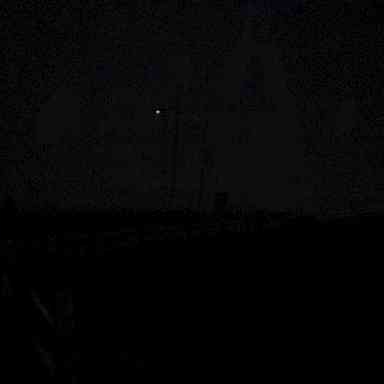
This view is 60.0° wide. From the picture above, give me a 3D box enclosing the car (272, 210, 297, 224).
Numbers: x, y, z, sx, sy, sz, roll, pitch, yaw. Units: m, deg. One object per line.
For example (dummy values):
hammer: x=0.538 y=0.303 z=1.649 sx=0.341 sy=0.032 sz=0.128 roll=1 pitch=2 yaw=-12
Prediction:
car: x=10.689 y=2.840 z=37.987 sx=1.812 sy=1.442 sz=4.674 roll=3 pitch=0 yaw=36
